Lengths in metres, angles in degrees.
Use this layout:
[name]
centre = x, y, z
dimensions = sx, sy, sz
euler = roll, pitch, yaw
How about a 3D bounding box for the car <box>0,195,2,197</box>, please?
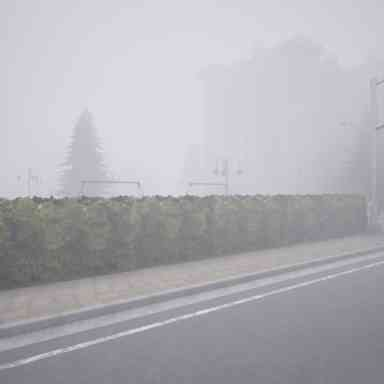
[car]
centre = -40.232, 1.374, 67.297
dimensions = 3.633, 1.501, 1.845
euler = 0, 0, -37
